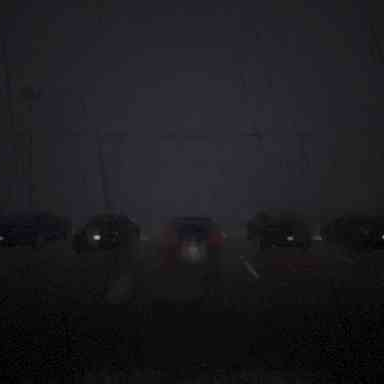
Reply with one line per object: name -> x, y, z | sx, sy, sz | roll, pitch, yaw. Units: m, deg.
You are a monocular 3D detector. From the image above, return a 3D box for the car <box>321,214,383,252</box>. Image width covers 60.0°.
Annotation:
car -> 7.084, 1.626, 14.156 | 1.994, 1.385, 4.181 | 0, 0, 0

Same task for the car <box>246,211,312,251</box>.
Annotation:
car -> 3.587, 1.543, 14.527 | 1.882, 1.535, 5.008 | 0, 0, 0

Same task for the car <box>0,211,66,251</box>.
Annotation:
car -> -6.912, 1.543, 14.540 | 1.882, 1.535, 5.008 | 0, 0, 0

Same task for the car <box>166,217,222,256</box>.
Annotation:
car -> 0.079, 1.660, 13.277 | 1.895, 1.301, 4.718 | 0, 0, 1

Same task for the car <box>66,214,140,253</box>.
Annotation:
car -> -3.417, 1.626, 14.007 | 1.994, 1.385, 4.181 | 0, 0, 0

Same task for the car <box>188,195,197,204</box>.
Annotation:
car -> 0.113, 1.808, 74.726 | 1.882, 1.535, 5.008 | 0, 0, 0
